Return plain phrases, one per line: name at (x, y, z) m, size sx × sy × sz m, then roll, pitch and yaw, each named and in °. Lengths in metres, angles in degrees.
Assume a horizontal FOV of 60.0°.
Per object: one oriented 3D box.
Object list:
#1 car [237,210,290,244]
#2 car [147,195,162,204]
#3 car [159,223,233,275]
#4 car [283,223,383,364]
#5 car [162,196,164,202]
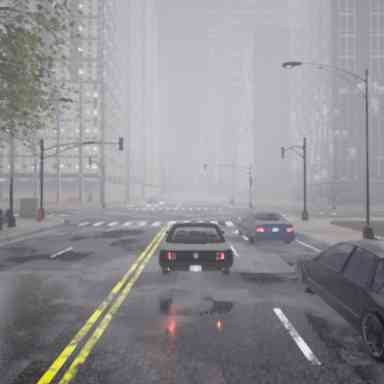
car at (3.346, 1.563, 15.850) m, size 2.033 × 1.411 × 5.357 m, roll 0°, pitch 0°, yaw 0°
car at (-7.257, 1.629, 62.121) m, size 1.895 × 1.301 × 4.718 m, roll 0°, pitch 0°, yaw 0°
car at (0.098, 1.611, 10.477) m, size 1.895 × 1.301 × 4.718 m, roll 0°, pitch 0°, yaw 0°
car at (3.332, 1.554, 5.753) m, size 2.033 × 1.411 × 5.357 m, roll 0°, pitch 0°, yaw 1°
car at (-7.489, 1.551, 77.191) m, size 2.128 × 1.511 × 4.902 m, roll 0°, pitch 0°, yaw -1°
